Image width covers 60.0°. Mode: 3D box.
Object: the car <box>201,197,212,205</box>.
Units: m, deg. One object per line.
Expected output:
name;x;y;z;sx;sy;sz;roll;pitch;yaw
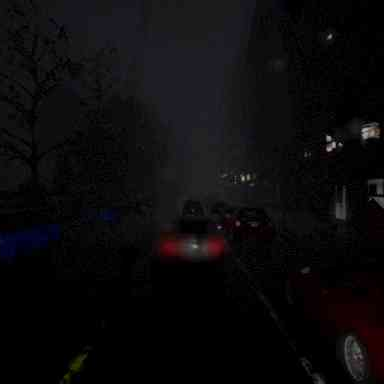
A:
car;2.699;1.652;61.345;1.802;1.307;4.206;0;0;0

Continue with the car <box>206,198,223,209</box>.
car;2.695;1.594;33.194;1.947;1.339;4.313;0;0;0

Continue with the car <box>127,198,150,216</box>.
car;-5.685;1.594;33.195;1.947;1.339;4.313;0;0;0

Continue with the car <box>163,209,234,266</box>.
car;0.067;1.557;11.565;2.033;1.411;5.357;0;0;0

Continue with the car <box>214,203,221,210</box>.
car;2.694;1.600;21.933;1.802;1.307;4.206;0;0;0

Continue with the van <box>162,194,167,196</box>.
van;-5.682;1.401;55.715;1.690;1.788;3.998;0;0;0

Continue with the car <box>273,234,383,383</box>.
car;2.691;1.586;5.041;1.802;1.307;4.206;0;0;0

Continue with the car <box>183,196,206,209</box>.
car;0.094;1.505;32.994;1.882;1.535;5.008;0;0;0

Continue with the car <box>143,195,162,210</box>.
car;-5.683;1.357;44.455;2.192;1.841;5.009;0;0;0

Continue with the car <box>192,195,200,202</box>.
car;0.913;1.584;79.367;1.882;1.535;5.008;0;0;0

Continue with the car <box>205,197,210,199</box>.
car;2.697;1.482;44.453;1.967;1.590;4.097;0;0;0

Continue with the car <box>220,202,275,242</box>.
car;2.693;1.453;16.302;1.967;1.590;4.097;0;0;0

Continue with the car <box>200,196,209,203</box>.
car;2.701;1.658;72.607;1.947;1.339;4.313;0;0;0

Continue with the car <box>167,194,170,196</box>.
car;-5.680;1.626;66.976;1.887;1.381;4.507;0;0;0

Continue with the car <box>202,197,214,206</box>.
car;2.699;1.585;55.884;1.752;1.417;4.829;0;0;0

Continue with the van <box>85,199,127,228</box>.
van;-5.687;1.359;21.934;1.690;1.788;3.998;0;0;0

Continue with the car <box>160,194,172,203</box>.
car;-5.679;1.407;72.609;2.192;1.841;5.009;0;0;0

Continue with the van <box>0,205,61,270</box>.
van;-5.688;1.350;10.673;1.690;1.788;3.998;0;0;0

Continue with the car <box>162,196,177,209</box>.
car;-3.088;1.591;45.540;2.033;1.411;5.357;0;0;0

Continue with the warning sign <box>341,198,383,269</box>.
warning sign;5.070;1.123;9.365;1.300;1.860;1.060;0;0;0
